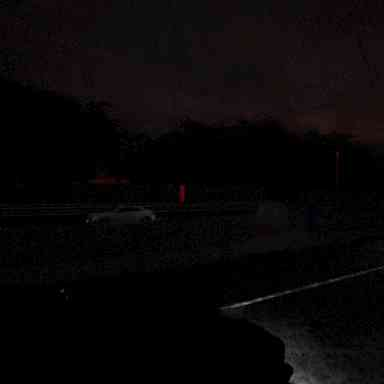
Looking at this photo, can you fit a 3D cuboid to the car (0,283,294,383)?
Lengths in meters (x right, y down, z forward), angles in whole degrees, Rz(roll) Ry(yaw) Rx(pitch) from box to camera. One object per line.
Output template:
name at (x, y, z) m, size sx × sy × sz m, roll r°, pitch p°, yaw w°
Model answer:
car at (-1.560, 1.549, 2.632) m, size 5.357 × 1.411 × 2.033 m, roll 0°, pitch 0°, yaw -35°

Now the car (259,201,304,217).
car at (7.455, 1.506, 26.391) m, size 4.553 × 1.767 × 2.097 m, roll 1°, pitch 0°, yaw -35°

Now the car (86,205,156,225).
car at (-4.631, 1.579, 22.169) m, size 4.674 × 1.442 × 1.812 m, roll 0°, pitch 0°, yaw -35°

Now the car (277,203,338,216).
car at (8.241, 1.666, 22.675) m, size 4.674 × 1.442 × 1.812 m, roll 1°, pitch -1°, yaw -35°
